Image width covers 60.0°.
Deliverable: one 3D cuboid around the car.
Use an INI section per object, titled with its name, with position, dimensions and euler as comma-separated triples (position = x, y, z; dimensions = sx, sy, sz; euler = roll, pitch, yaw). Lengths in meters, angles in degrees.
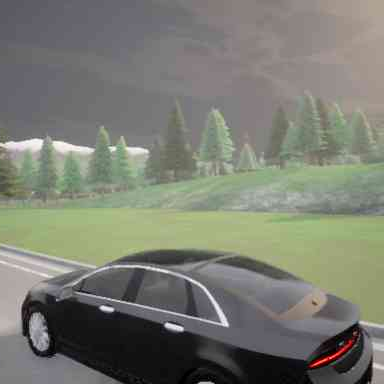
[car]
position = -0.393, 1.528, 4.410
dimensions = 4.892, 1.490, 1.837
euler = -1, -1, 37
